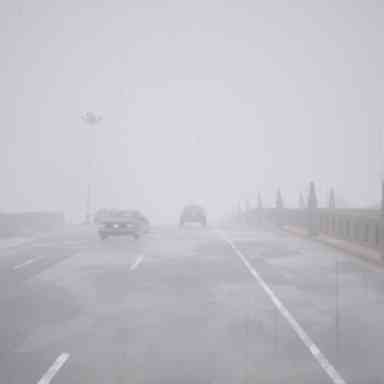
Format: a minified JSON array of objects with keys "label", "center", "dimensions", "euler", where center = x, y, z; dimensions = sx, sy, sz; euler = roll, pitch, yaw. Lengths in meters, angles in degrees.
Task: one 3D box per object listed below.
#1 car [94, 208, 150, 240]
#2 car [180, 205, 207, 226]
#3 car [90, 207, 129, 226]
[{"label":"car","center":[-3.409,1.635,17.421],"dimensions":[2.033,1.411,5.357],"euler":[0,-1,0]},{"label":"car","center":[0.085,1.898,27.652],"dimensions":[2.097,1.767,4.553],"euler":[0,-4,0]},{"label":"car","center":[-6.915,2.093,28.456],"dimensions":[2.128,1.511,4.902],"euler":[0,-4,0]}]
